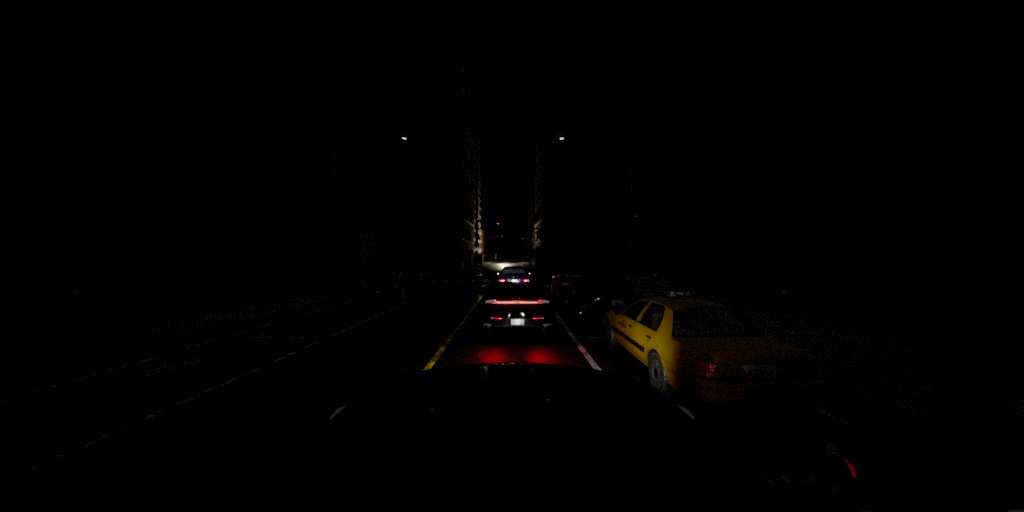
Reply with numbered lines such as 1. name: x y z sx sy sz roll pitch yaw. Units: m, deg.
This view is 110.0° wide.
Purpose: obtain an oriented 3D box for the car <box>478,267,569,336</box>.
1. car: 0.107 1.238 10.326 2.128 1.511 4.902 0 0 0

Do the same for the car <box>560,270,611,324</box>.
1. car: 2.879 1.312 11.800 1.948 1.339 4.313 0 0 0

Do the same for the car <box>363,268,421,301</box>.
1. car: -5.663 1.289 17.388 1.888 1.381 4.507 0 0 0

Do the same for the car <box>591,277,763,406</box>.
1. car: 2.876 1.274 6.384 1.751 1.417 4.829 0 0 0

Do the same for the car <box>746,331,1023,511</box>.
1. car: 2.872 1.301 0.628 2.007 1.370 4.403 0 0 0
